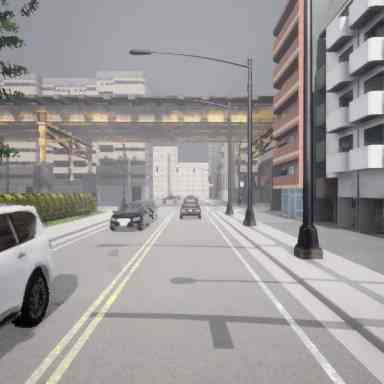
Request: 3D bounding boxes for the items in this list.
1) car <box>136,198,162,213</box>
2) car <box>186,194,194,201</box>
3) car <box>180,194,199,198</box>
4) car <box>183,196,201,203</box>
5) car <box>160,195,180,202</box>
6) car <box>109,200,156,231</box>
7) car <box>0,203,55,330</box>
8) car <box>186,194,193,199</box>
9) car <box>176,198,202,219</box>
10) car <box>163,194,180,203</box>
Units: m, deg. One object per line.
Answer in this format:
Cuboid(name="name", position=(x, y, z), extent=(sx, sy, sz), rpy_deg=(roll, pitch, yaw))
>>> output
Cuboid(name="car", position=(-3.706, 1.218, 25.907), extent=(1.837, 1.490, 4.892), rpy_deg=(0, 0, 0))
Cuboid(name="car", position=(-0.595, 1.452, 89.124), extent=(2.038, 1.542, 4.974), rpy_deg=(0, 0, -1))
Cuboid(name="car", position=(-0.001, 1.452, 62.531), extent=(2.038, 1.542, 4.974), rpy_deg=(0, 0, -21))
Cuboid(name="car", position=(-0.020, 1.295, 62.580), extent=(1.853, 1.218, 4.536), rpy_deg=(0, 0, -21))
Cuboid(name="car", position=(-4.143, 1.295, 62.851), extent=(1.853, 1.218, 4.536), rpy_deg=(0, 0, 24))
Cuboid(name="car", position=(-3.745, 1.492, 20.563), extent=(2.128, 1.511, 4.902), rpy_deg=(0, 0, 0))
Cuboid(name="car", position=(-3.627, 1.220, 4.085), extent=(2.150, 2.045, 5.566), rpy_deg=(0, 0, -1))
Cuboid(name="car", position=(-0.596, 1.295, 89.176), extent=(1.853, 1.218, 4.536), rpy_deg=(0, 0, -1))
Cuboid(name="car", position=(-0.135, 1.547, 29.287), extent=(2.033, 1.411, 5.357), rpy_deg=(0, 0, 0))
Cuboid(name="car", position=(-4.164, 1.452, 62.804), extent=(2.038, 1.542, 4.974), rpy_deg=(0, 0, 24))
